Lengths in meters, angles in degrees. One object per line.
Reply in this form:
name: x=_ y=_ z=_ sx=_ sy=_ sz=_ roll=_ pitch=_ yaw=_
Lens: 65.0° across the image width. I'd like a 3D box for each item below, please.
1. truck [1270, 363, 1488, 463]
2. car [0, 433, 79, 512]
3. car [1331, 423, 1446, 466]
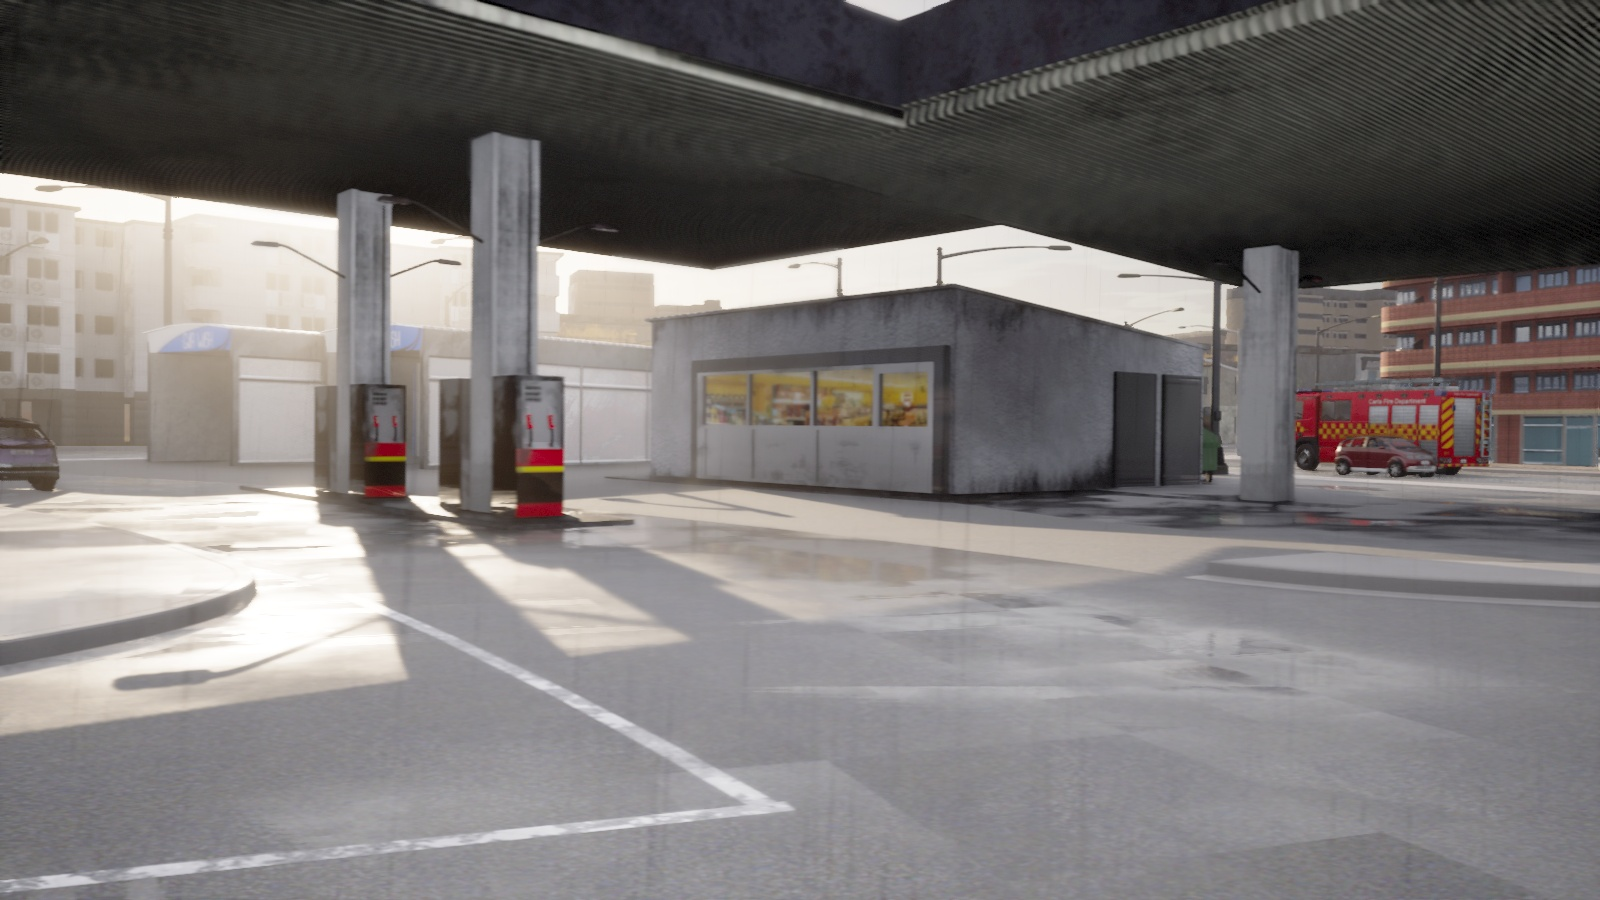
truck: x=23.919 y=-1.479 z=52.507 sx=2.891 sy=3.827 sz=8.468 roll=-1 pitch=1 yaw=-24
car: x=-18.425 y=0.469 z=28.139 sx=4.856 sy=1.649 sz=2.033 roll=0 pitch=1 yaw=35
car: x=22.131 y=-0.233 z=47.365 sx=1.789 sy=1.549 sz=3.705 roll=-1 pitch=1 yaw=-22
